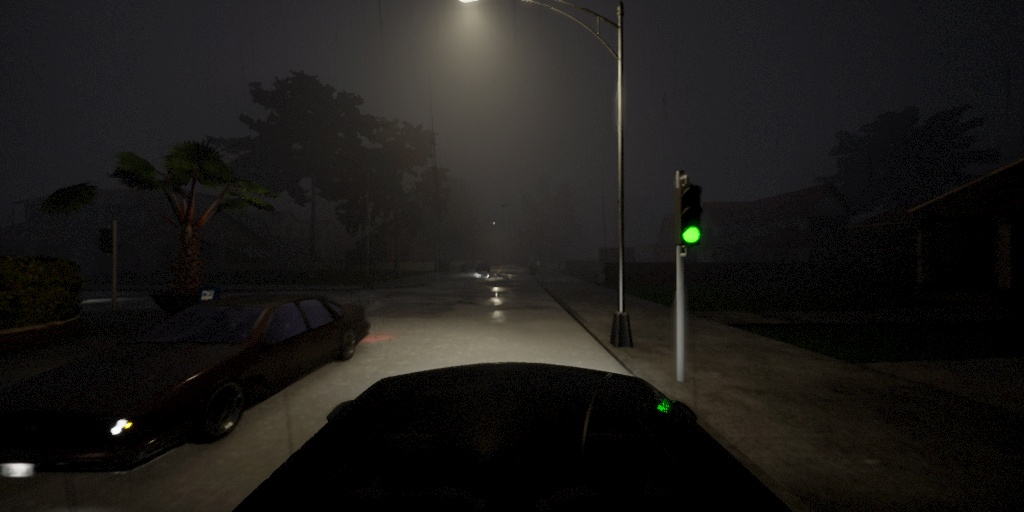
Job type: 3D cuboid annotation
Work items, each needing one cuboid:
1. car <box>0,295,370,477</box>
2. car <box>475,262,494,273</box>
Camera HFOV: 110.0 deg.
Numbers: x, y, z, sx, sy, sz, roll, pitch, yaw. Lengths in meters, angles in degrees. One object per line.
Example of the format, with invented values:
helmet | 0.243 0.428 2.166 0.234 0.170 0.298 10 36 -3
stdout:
car | -4.022 1.354 5.577 2.033 1.411 5.357 0 0 0
car | -3.994 1.636 49.811 1.895 1.301 4.718 0 0 0
